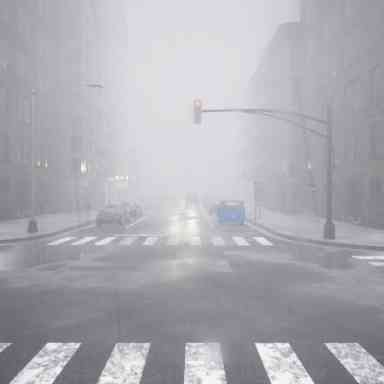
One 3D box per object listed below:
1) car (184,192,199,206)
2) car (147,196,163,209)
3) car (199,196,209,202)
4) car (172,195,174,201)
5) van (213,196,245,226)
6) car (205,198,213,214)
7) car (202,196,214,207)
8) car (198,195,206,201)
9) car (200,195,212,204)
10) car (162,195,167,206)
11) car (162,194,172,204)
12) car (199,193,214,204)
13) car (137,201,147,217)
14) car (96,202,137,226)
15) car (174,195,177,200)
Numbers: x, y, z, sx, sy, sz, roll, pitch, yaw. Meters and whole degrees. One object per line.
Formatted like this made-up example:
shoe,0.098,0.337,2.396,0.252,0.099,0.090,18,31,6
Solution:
car,0.103,1.208,56.480,2.150,2.045,5.566,0,0,0
car,-5.389,1.519,45.713,1.752,1.417,4.829,0,0,0
car,2.636,1.524,74.295,2.008,1.369,4.403,0,0,0
car,-5.389,1.292,68.610,2.192,1.841,5.009,0,0,0
van,2.636,1.340,23.164,1.690,1.788,3.998,0,0,0
car,2.637,1.580,34.526,1.802,1.307,4.206,0,0,0
car,2.637,1.576,45.889,1.802,1.307,4.206,0,0,0
car,2.636,1.530,85.658,1.947,1.339,4.313,0,0,0
car,2.636,1.422,62.933,1.967,1.590,4.097,0,0,0
car,-5.388,1.556,51.565,1.947,1.339,4.313,0,0,0
car,-5.389,1.547,62.928,1.947,1.339,4.313,0,0,0
car,2.637,1.305,51.571,2.192,1.841,5.009,0,0,0
car,-5.389,1.543,28.837,1.887,1.381,4.507,0,0,0
car,-5.389,1.549,23.155,2.008,1.369,4.403,0,0,0
car,-5.389,1.409,79.973,1.967,1.590,4.097,0,0,0
